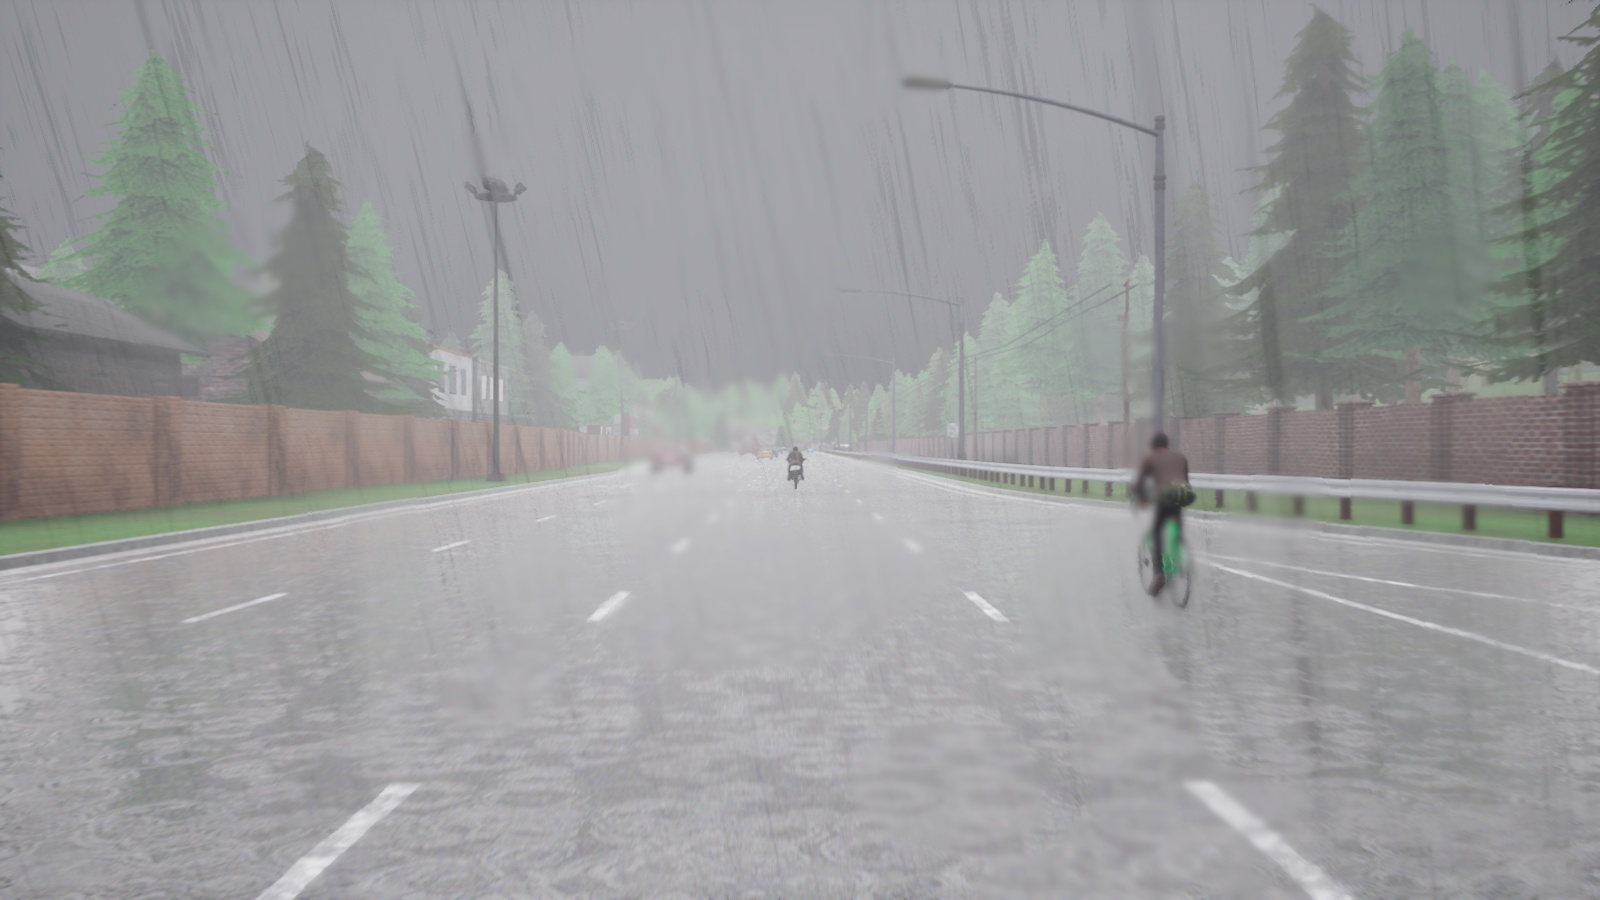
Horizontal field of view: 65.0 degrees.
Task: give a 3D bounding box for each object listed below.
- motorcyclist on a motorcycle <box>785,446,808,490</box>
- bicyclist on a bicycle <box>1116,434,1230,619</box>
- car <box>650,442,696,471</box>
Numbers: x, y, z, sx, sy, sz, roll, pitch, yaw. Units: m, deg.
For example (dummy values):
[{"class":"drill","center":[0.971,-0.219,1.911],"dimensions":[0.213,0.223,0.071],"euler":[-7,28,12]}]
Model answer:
[{"class":"motorcyclist on a motorcycle","center":[-0.134,0.626,44.203],"dimensions":[0.797,1.523,2.044],"euler":[0,0,0]},{"class":"bicyclist on a bicycle","center":[3.484,0.674,11.858],"dimensions":[0.582,1.620,1.656],"euler":[0,0,0]},{"class":"car","center":[-7.234,0.354,71.946],"dimensions":[2.152,1.651,5.027],"euler":[0,0,0]}]
